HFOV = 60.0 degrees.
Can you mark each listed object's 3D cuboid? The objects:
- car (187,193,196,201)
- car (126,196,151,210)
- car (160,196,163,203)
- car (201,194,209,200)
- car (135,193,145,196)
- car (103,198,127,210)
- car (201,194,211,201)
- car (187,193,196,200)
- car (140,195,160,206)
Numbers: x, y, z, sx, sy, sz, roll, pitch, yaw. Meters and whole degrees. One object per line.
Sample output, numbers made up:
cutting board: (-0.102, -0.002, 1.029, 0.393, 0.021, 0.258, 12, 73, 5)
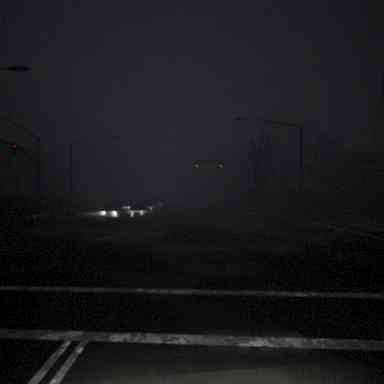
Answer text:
car: (-0.117, 1.409, 76.841, 2.033, 1.411, 5.357, 0, 1, 0)
car: (-7.200, 1.714, 45.488, 2.033, 1.411, 5.357, 0, 0, -2)
car: (-7.105, 1.457, 68.710, 1.882, 1.535, 5.008, 0, 1, 0)
car: (3.366, 1.246, 87.375, 1.812, 1.442, 4.674, 0, 1, 0)
car: (-10.613, 1.222, 67.083, 2.150, 2.045, 5.566, 0, 1, 0)
car: (-10.670, 1.772, 45.292, 1.895, 1.301, 4.718, 0, 0, 0)
car: (3.382, 1.458, 77.243, 1.895, 1.301, 4.718, 0, 1, 0)
car: (-0.134, 1.078, 87.337, 2.097, 1.767, 4.553, 0, 1, 0)
car: (-7.169, 1.657, 56.139, 2.033, 1.411, 5.357, 0, 0, 1)
